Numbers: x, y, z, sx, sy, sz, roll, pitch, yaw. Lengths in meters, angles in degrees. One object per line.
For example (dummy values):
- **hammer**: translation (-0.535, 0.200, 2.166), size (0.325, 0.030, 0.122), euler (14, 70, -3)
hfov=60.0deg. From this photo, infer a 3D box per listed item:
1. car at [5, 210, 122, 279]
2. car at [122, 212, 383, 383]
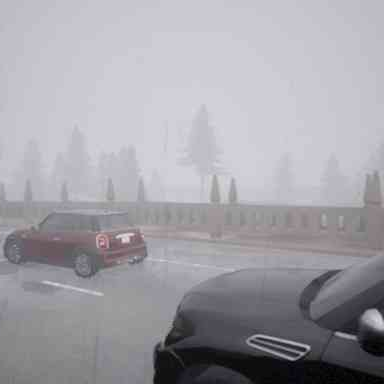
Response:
- **car**: translation (-3.613, 1.321, 10.130), size (4.553, 1.767, 2.097), euler (0, 0, 31)
- **car**: translation (2.285, 1.207, 2.225), size (5.566, 2.045, 2.150), euler (0, 0, 36)
